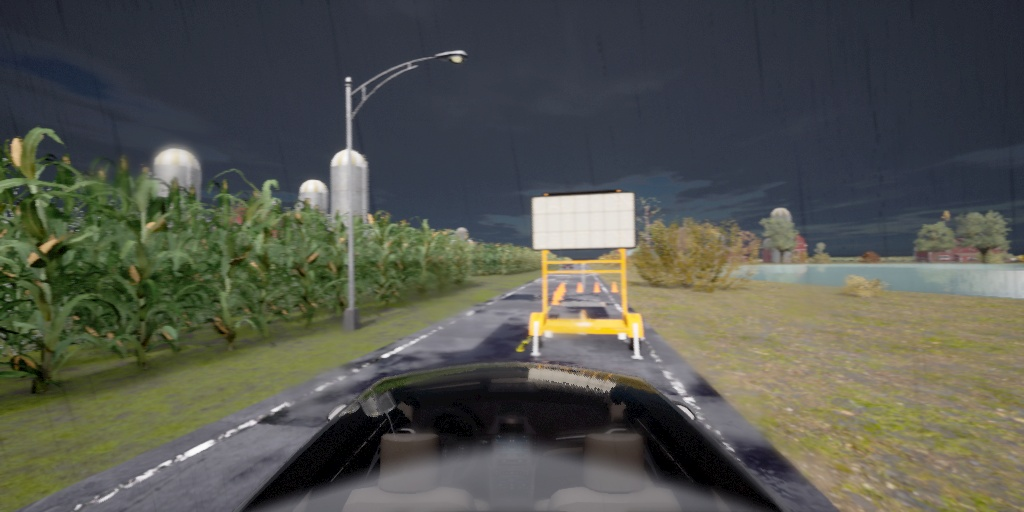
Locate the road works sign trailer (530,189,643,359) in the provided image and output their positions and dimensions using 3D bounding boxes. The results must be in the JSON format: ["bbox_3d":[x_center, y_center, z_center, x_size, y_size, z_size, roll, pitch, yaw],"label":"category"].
[{"bbox_3d":[1.742,0.254,8.594,2.380,3.560,2.880,0,0,11],"label":"road works sign trailer"}]
